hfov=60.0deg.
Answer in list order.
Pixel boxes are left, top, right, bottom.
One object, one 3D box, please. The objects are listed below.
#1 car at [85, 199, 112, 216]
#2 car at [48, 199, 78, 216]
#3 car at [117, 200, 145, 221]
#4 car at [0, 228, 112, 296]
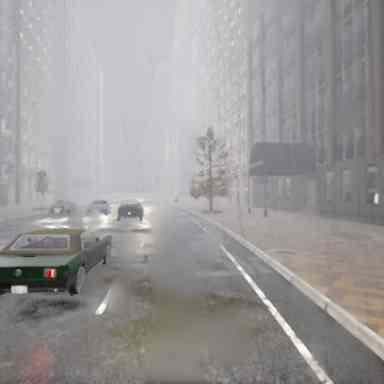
[{"bbox_3d":[-8.792,1.445,31.639,1.812,1.442,4.674,0,0,-8],"label":"car"},{"bbox_3d":[-12.021,1.426,31.273,2.128,1.511,4.902,0,0,-8],"label":"car"},{"bbox_3d":[-4.861,1.403,26.854,1.882,1.535,5.008,0,0,-6],"label":"car"},{"bbox_3d":[-3.387,1.580,8.597,1.895,1.301,4.718,0,0,-2],"label":"car"}]
